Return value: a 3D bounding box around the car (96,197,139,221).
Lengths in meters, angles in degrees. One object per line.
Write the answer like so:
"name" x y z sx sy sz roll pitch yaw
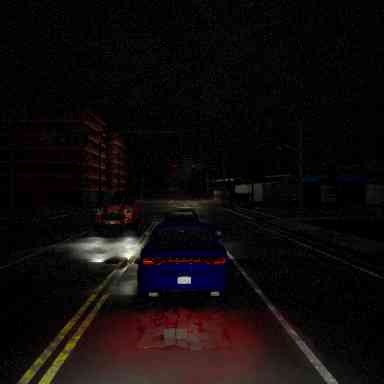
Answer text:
"car" -4.230 1.009 19.518 2.097 1.767 4.553 0 0 -2

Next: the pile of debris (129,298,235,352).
"pile of debris" -0.175 2.175 5.638 1.500 0.140 1.860 0 0 -2

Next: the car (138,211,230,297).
"car" -0.216 1.478 8.609 1.882 1.535 5.008 0 0 -2
